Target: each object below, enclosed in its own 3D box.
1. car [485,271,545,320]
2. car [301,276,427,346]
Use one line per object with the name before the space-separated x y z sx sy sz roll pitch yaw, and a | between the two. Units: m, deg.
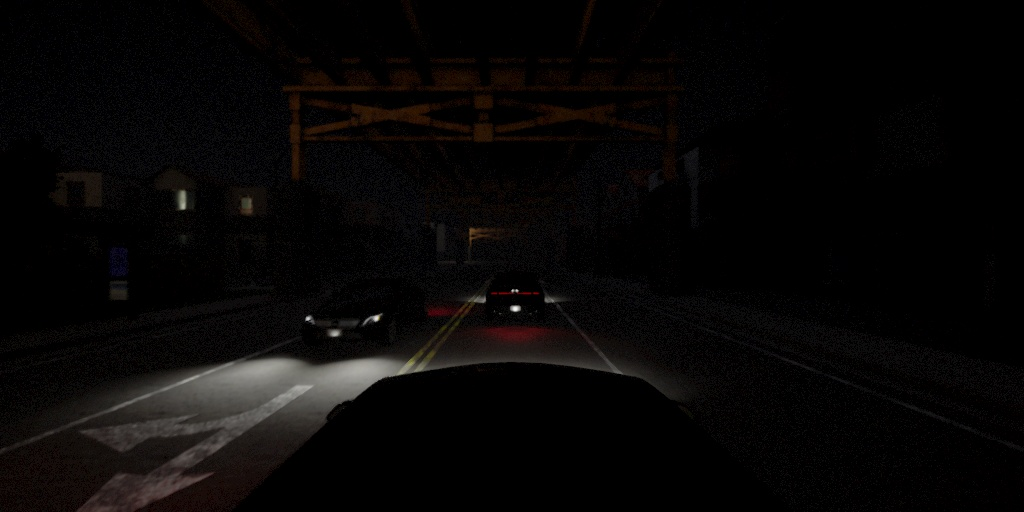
car | 0.099 1.254 12.685 1.837 1.490 4.892 0 0 0
car | -3.539 1.276 9.525 1.812 1.442 4.674 0 0 1
